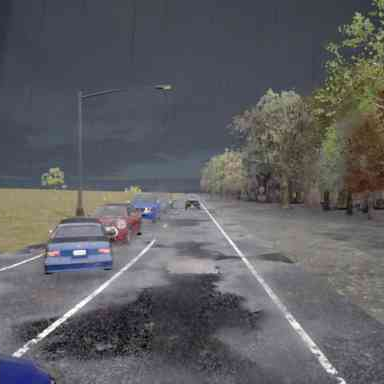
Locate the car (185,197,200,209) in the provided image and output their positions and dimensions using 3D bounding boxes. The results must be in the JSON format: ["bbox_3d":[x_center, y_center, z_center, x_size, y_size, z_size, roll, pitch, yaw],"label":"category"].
[{"bbox_3d":[0.053,1.501,44.283,1.837,1.490,4.892,0,0,0],"label":"car"}]

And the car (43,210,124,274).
[{"bbox_3d":[-3.572,1.549,10.644,2.033,1.411,5.357,0,0,-18],"label":"car"}]

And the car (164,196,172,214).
[{"bbox_3d":[-3.598,1.351,35.285,2.097,1.767,4.553,0,0,0],"label":"car"}]

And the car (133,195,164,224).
[{"bbox_3d":[-3.607,1.223,25.281,2.150,2.045,5.566,0,0,-1],"label":"car"}]

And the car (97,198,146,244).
[{"bbox_3d":[-3.674,1.353,15.620,2.097,1.767,4.553,0,0,1],"label":"car"}]

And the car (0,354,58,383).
[{"bbox_3d":[-2.044,1.525,0.727,1.812,1.442,4.674,0,0,6],"label":"car"}]

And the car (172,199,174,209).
[{"bbox_3d":[-3.599,1.347,45.292,2.097,1.767,4.553,0,0,0],"label":"car"}]
